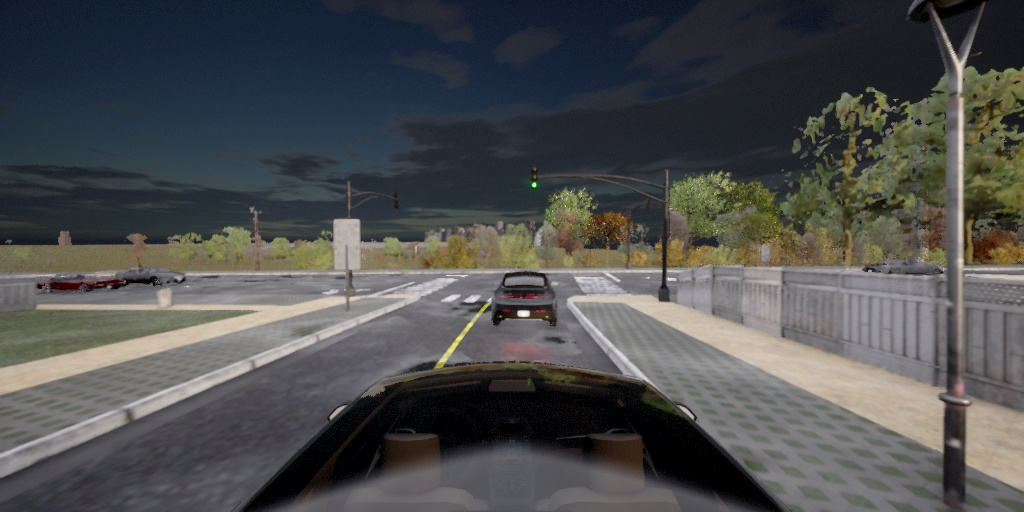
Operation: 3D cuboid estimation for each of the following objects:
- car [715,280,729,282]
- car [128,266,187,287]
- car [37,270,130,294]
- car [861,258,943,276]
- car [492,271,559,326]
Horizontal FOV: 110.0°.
[{"bbox_3d":[13.943,1.346,20.653,4.718,1.301,1.895,-1,2,8],"label":"car"},{"bbox_3d":[-28.171,1.584,28.010,4.902,1.511,2.128,-1,2,6],"label":"car"},{"bbox_3d":[-29.954,1.855,24.933,4.718,1.301,1.895,-1,2,6],"label":"car"},{"bbox_3d":[27.923,0.874,25.763,4.181,1.385,1.994,-1,2,6],"label":"car"},{"bbox_3d":[0.455,1.234,11.641,1.837,1.490,4.892,0,0,4],"label":"car"}]
